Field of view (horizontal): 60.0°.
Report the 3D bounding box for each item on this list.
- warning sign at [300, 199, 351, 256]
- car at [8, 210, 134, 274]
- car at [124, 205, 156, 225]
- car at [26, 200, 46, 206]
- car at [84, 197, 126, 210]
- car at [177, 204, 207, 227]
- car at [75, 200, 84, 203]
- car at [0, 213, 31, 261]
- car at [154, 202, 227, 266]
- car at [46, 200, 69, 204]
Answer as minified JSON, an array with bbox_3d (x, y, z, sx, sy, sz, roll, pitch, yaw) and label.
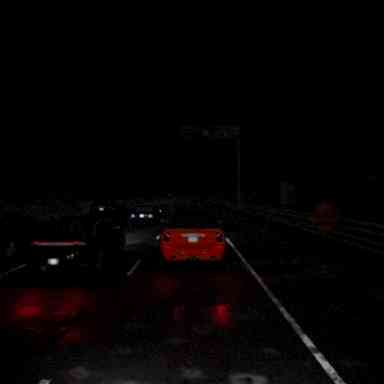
[{"bbox_3d":[4.538,1.165,11.408,1.300,1.860,1.060,0,-1,0],"label":"warning sign"},{"bbox_3d":[-3.457,1.538,10.731,2.128,1.511,4.902,0,0,0],"label":"car"},{"bbox_3d":[-3.465,1.724,25.540,2.033,1.411,5.357,0,-1,0],"label":"car"},{"bbox_3d":[-24.576,2.009,53.186,1.882,1.535,5.008,0,-1,1],"label":"car"},{"bbox_3d":[-6.948,1.431,28.202,2.150,2.045,5.566,0,0,0],"label":"car"},{"bbox_3d":[0.035,1.724,25.563,2.033,1.411,5.357,0,-1,0],"label":"car"},{"bbox_3d":[-17.584,2.045,53.796,1.837,1.490,4.892,0,-1,0],"label":"car"},{"bbox_3d":[-6.950,1.559,12.602,1.837,1.490,4.892,0,-1,1],"label":"car"},{"bbox_3d":[0.052,1.409,11.931,2.097,1.767,4.553,0,0,1],"label":"car"},{"bbox_3d":[-21.082,2.061,53.413,1.812,1.442,4.674,0,-1,0],"label":"car"}]
